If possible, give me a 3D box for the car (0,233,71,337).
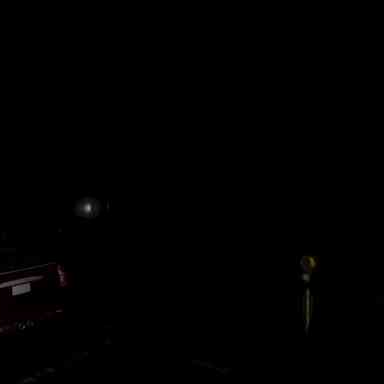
[{"bbox_3d":[-4.064,1.440,5.975,4.097,1.590,1.967,0,0,36],"label":"car"}]
